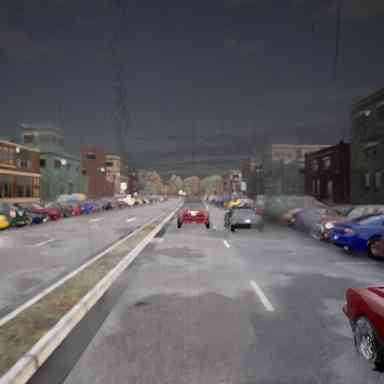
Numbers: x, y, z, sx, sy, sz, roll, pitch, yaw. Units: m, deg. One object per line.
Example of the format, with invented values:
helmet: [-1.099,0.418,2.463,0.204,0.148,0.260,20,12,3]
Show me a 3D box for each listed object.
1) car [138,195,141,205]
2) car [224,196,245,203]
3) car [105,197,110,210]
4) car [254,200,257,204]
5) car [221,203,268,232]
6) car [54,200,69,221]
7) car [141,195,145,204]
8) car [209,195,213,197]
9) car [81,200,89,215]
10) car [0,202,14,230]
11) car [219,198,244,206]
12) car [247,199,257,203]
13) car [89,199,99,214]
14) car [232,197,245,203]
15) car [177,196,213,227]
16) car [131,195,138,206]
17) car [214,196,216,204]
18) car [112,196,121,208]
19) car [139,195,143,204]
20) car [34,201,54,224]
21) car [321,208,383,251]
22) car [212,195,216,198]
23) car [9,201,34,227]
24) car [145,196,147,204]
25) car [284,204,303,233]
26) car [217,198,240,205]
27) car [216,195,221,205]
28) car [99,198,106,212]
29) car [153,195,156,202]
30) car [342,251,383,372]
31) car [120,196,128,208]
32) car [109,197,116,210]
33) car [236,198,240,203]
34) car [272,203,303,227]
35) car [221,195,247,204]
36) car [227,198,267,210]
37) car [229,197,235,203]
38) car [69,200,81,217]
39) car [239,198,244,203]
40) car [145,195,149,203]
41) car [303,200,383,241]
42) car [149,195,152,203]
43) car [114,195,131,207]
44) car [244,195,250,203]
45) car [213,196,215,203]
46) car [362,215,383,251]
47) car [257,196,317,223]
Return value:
car: [-12.677,1.878,62.451,4.792,1.488,2.163,0,-1,0]
car: [7.442,1.676,45.042,5.366,1.575,1.946,0,0,0]
car: [-12.740,1.686,40.094,4.674,1.452,2.002,0,0,0]
car: [7.603,1.573,25.744,4.792,1.488,2.163,0,0,0]
car: [3.094,1.601,20.509,1.994,1.385,4.181,0,0,0]
car: [-12.771,1.550,26.199,5.008,1.535,2.097,0,0,0]
car: [-12.882,1.905,68.009,5.366,1.575,1.946,0,-1,0]
car: [7.531,1.793,78.135,5.566,2.045,2.435,0,-1,0]
car: [-12.786,1.615,31.756,4.792,1.488,2.163,0,0,0]
car: [-12.965,1.500,17.988,5.366,1.575,1.946,0,0,0]
car: [7.592,1.915,64.345,4.674,1.452,2.002,0,-1,0]
car: [7.627,1.559,28.500,5.008,1.535,2.097,0,0,0]
car: [-12.746,1.606,34.661,5.008,1.535,2.097,0,0,0]
car: [7.600,1.663,39.529,4.792,1.488,2.163,0,0,0]
car: [0.094,1.403,23.079,2.097,1.767,4.553,0,0,0]
car: [-12.743,1.541,56.894,5.566,2.045,2.435,0,-1,0]
car: [7.578,1.908,67.103,5.008,1.535,2.097,0,-1,0]
car: [-12.741,1.692,45.653,4.892,1.521,2.231,0,0,0]
car: [-12.672,1.908,65.228,4.792,1.488,2.163,0,-1,0]
car: [-12.741,1.563,23.420,4.792,1.488,2.163,0,0,0]
car: [7.631,1.478,11.956,5.008,1.535,2.097,0,0,0]
car: [7.534,1.885,75.376,4.553,1.767,2.185,0,-1,0]
car: [-12.748,1.392,20.650,4.553,1.767,2.185,0,0,0]
car: [-12.721,1.968,70.786,4.792,1.488,2.163,0,-1,0]
car: [7.664,1.532,17.471,4.792,1.488,2.163,0,0,0]
car: [7.575,1.982,69.859,4.674,1.452,2.002,0,-1,0]
car: [7.574,1.561,58.834,5.566,2.045,2.435,0,-1,0]
car: [-12.753,1.627,37.440,4.892,1.521,2.231,0,0,0]
car: [-12.668,1.839,84.678,5.566,2.045,2.435,0,-1,0]
car: [3.098,1.590,2.684,1.895,1.301,4.718,0,0,0]
car: [-12.722,1.779,51.208,4.674,1.452,2.002,0,0,0]
car: [-12.767,1.697,42.873,4.792,1.488,2.163,0,0,0]
car: [7.627,1.654,36.807,4.674,1.452,2.002,0,0,0]
car: [7.632,1.556,20.228,4.674,1.452,2.002,0,0,0]
car: [7.800,1.752,53.320,5.366,1.575,1.946,0,-1,0]
car: [7.812,1.700,47.805,5.366,1.575,1.946,0,-1,0]
car: [7.599,1.686,42.284,4.792,1.488,2.163,0,0,0]
car: [-12.755,1.568,28.978,4.892,1.521,2.231,0,0,0]
car: [7.660,1.623,34.013,4.792,1.488,2.163,0,0,0]
car: [-12.693,1.968,73.441,5.008,1.535,2.097,0,-1,0]
car: [7.667,1.365,14.715,4.553,1.767,2.185,0,0,0]
car: [-12.694,2.030,79.117,5.008,1.535,2.097,0,-1,0]
car: [-12.752,1.640,54.080,4.553,1.767,2.185,0,-1,0]
car: [7.600,1.451,31.258,4.553,1.767,2.185,0,0,0]
car: [7.569,2.018,72.747,4.674,1.452,2.002,0,-1,0]
car: [7.634,1.510,9.202,4.674,1.452,2.002,0,0,0]
car: [7.662,1.278,22.987,5.566,2.045,2.435,0,0,0]
